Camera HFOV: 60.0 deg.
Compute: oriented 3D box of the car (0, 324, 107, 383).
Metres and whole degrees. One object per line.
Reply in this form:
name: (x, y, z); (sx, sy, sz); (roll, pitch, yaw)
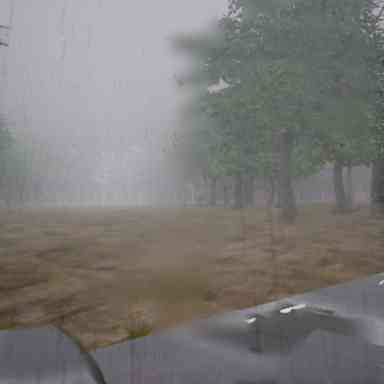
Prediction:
car: (-2.928, 1.536, 1.266); (5.357, 1.411, 2.033); (0, 0, -36)
